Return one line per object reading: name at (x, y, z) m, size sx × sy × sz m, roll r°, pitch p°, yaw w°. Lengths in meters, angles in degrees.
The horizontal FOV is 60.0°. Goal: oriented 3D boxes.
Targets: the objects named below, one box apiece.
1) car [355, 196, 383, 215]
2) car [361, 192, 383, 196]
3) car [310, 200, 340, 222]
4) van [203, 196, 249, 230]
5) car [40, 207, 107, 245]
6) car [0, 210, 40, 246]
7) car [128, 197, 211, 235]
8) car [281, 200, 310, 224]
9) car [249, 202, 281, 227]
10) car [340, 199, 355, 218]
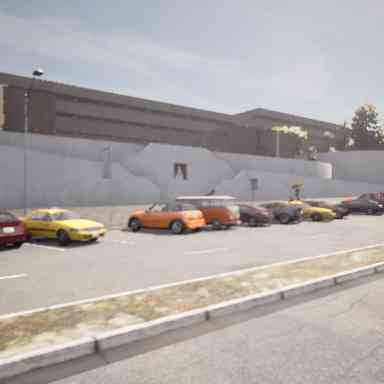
car at (15.437, 1.387, 31.301) m, size 4.674 × 1.452 × 2.002 m, roll -1°, pitch 0°, yaw 35°
car at (17.834, 1.059, 33.050) m, size 5.566 × 2.045 × 2.435 m, roll -1°, pitch 0°, yaw 35°
car at (8.300, 1.432, 26.007) m, size 5.366 × 1.575 × 1.946 m, roll -1°, pitch -1°, yaw 35°
van at (0.952, 1.261, 20.853) m, size 4.442 × 1.987 × 1.878 m, roll -1°, pitch -1°, yaw 35°
car at (-6.285, 1.491, 15.611) m, size 5.366 × 1.575 × 1.946 m, roll -1°, pitch -1°, yaw 35°
car at (-8.895, 1.525, 13.996) m, size 4.792 × 1.488 × 2.163 m, roll -1°, pitch -1°, yaw 35°
car at (-1.558, 1.367, 19.160) m, size 4.553 × 1.767 × 2.185 m, roll -1°, pitch 0°, yaw 34°
car at (5.685, 1.491, 24.388) m, size 4.792 × 1.488 × 2.163 m, roll -1°, pitch 0°, yaw 35°
car at (3.283, 1.515, 22.637) m, size 4.674 × 1.452 × 2.002 m, roll -1°, pitch 0°, yaw 35°
car at (10.600, 1.442, 27.824) m, size 4.792 × 1.488 × 2.163 m, roll -1°, pitch -1°, yaw 35°
